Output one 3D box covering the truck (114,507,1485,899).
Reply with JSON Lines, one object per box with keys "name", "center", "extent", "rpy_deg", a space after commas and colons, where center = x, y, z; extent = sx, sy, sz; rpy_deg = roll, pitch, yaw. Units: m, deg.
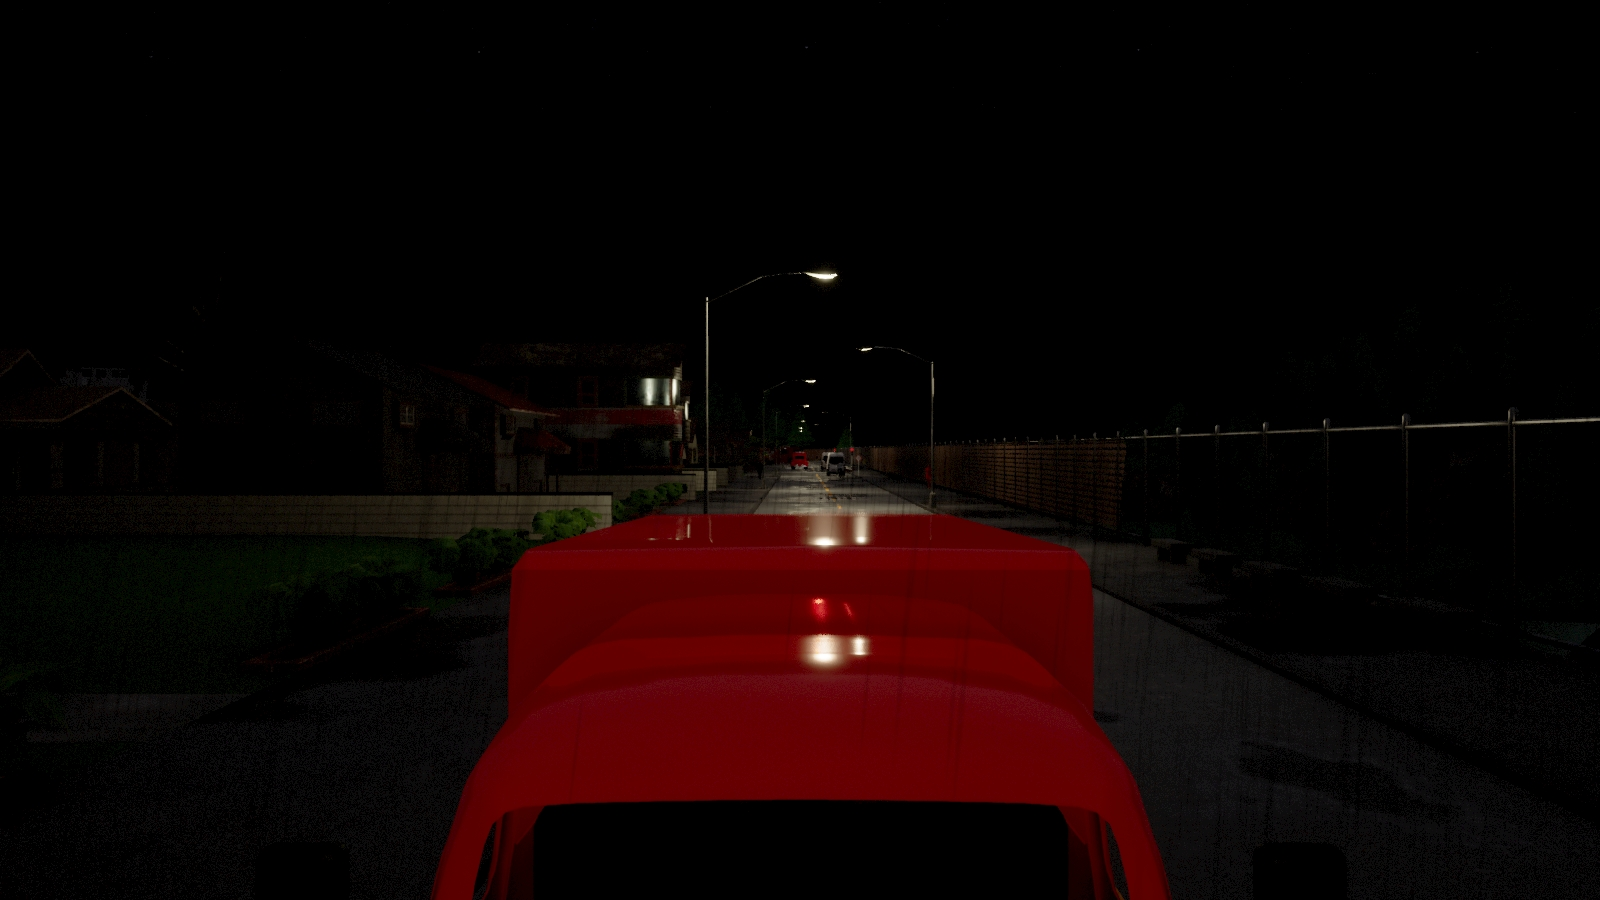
{"name": "truck", "center": [0.000, 1.578, 4.783], "extent": [2.627, 2.467, 5.204], "rpy_deg": [0, -1, 0]}
